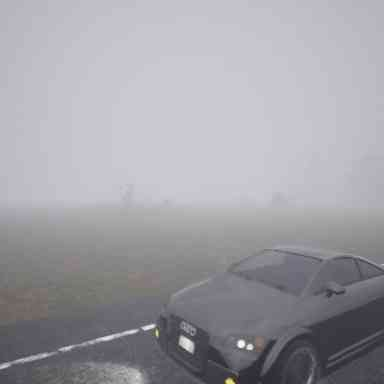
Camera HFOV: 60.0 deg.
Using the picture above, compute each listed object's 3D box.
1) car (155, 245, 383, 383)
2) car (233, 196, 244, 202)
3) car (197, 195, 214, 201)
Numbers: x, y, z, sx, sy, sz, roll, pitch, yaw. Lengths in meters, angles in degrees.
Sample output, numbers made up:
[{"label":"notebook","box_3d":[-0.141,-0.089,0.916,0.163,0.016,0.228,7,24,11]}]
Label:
[{"label":"car","box_3d":[1.561,1.560,4.985,4.181,1.385,1.994,0,0,-35]},{"label":"car","box_3d":[9.487,1.419,65.489,1.994,1.385,4.181,0,0,-34]},{"label":"car","box_3d":[3.208,1.314,74.867,1.895,1.301,4.718,0,0,-34]}]
